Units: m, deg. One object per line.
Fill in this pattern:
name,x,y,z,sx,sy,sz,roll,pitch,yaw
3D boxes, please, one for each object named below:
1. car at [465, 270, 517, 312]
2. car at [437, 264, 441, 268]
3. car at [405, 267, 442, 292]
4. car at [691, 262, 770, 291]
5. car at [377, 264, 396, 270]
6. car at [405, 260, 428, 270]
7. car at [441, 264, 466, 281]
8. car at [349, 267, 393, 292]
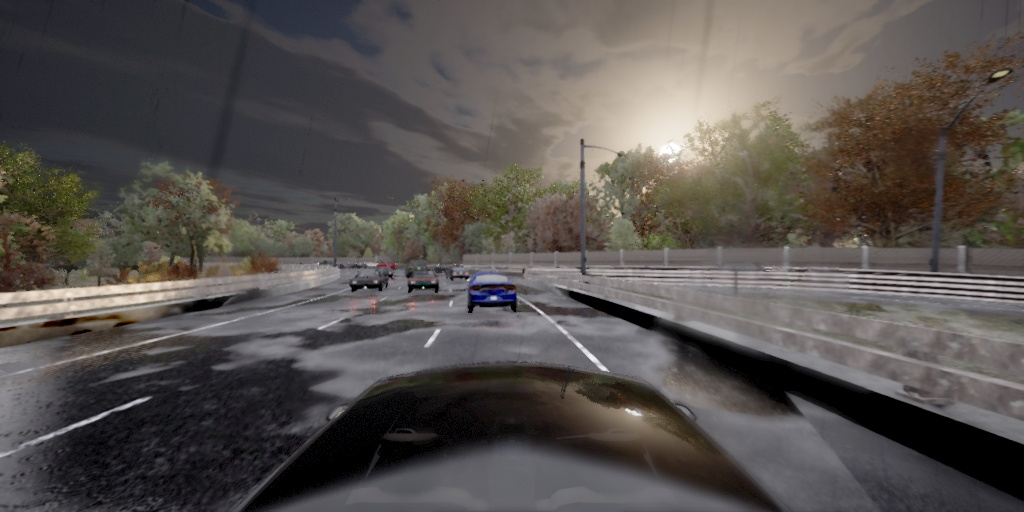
car,-0.937,1.394,15.382,1.882,1.535,5.008,0,-1,-6
car,-8.879,1.765,47.631,1.837,1.490,4.892,-1,-1,-36
car,-5.835,1.641,23.917,1.895,1.301,4.718,0,-1,-12
car,14.532,1.175,24.004,4.553,1.767,2.097,1,0,37
car,-14.173,1.863,39.574,1.895,1.301,4.718,0,-1,-21
car,-10.791,1.482,40.512,2.150,2.045,5.566,0,-1,-21
car,-5.607,1.735,36.373,2.033,1.411,5.357,0,-1,-18
car,-9.467,1.660,24.137,1.895,1.301,4.718,0,-1,-13
